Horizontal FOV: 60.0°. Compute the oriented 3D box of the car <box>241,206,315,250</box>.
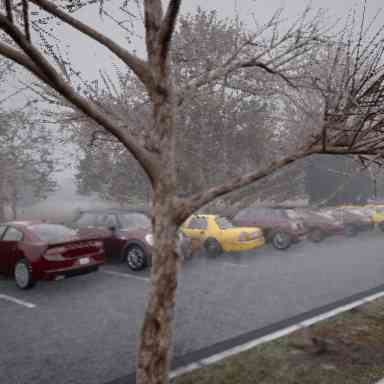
[{"bbox_3d":[2.607,1.379,14.471,4.553,1.767,2.185,-1,-1,33],"label":"car"}]

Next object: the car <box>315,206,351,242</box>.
[{"bbox_3d":[4.947,1.546,16.273,4.674,1.452,2.002,-1,-1,33],"label":"car"}]

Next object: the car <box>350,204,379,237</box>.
[{"bbox_3d":[7.296,1.545,18.076,4.674,1.452,2.002,-1,-1,33],"label":"car"}]

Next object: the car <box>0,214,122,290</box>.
[{"bbox_3d":[-4.559,1.505,9.205,5.008,1.535,2.097,-1,-1,34],"label":"car"}]

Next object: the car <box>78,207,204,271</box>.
[{"bbox_3d":[-2.195,1.381,10.979,4.553,1.767,2.185,-1,-1,34],"label":"car"}]

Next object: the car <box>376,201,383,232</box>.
[{"bbox_3d":[9.792,1.500,19.801,5.366,1.575,1.946,-1,-1,32],"label":"car"}]

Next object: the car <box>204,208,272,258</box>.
[{"bbox_3d":[0.055,1.505,12.815,5.366,1.575,1.946,-1,-1,34],"label":"car"}]

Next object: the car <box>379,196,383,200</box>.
[{"bbox_3d":[14.308,1.379,23.548,4.553,1.767,2.185,-1,-1,32],"label":"car"}]
